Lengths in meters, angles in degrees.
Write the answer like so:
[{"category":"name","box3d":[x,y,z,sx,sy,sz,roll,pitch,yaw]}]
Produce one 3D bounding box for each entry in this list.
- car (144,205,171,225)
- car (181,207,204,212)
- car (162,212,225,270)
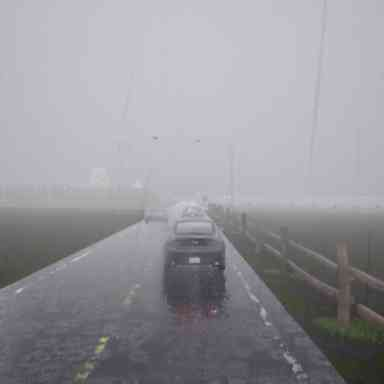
[{"category":"car","box3d":[-2.861,1.892,28.171,1.837,1.490,4.892,0,-1,0]},{"category":"car","box3d":[0.080,1.934,28.110,2.033,1.411,5.357,0,-1,0]},{"category":"car","box3d":[0.082,1.667,11.623,1.837,1.490,4.892,0,-1,0]}]
